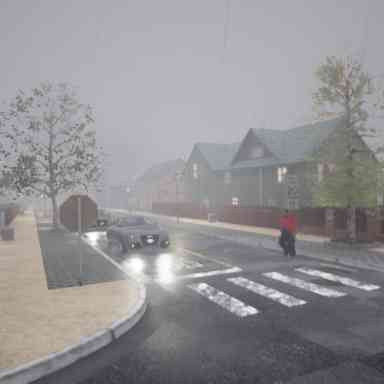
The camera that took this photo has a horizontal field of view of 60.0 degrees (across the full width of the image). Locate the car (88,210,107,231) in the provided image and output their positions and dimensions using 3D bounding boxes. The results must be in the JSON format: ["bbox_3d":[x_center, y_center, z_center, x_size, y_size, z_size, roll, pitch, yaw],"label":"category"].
[{"bbox_3d":[-6.905,1.979,24.068,1.994,1.385,4.181,-1,-1,-26],"label":"car"}]

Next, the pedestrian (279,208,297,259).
[{"bbox_3d":[3.307,1.384,11.496,0.375,1.860,0.375,-2,1,-26],"label":"pedestrian"}]

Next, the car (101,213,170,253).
[{"bbox_3d":[-2.551,1.807,15.048,1.994,1.385,4.181,-1,-1,-27],"label":"car"}]
